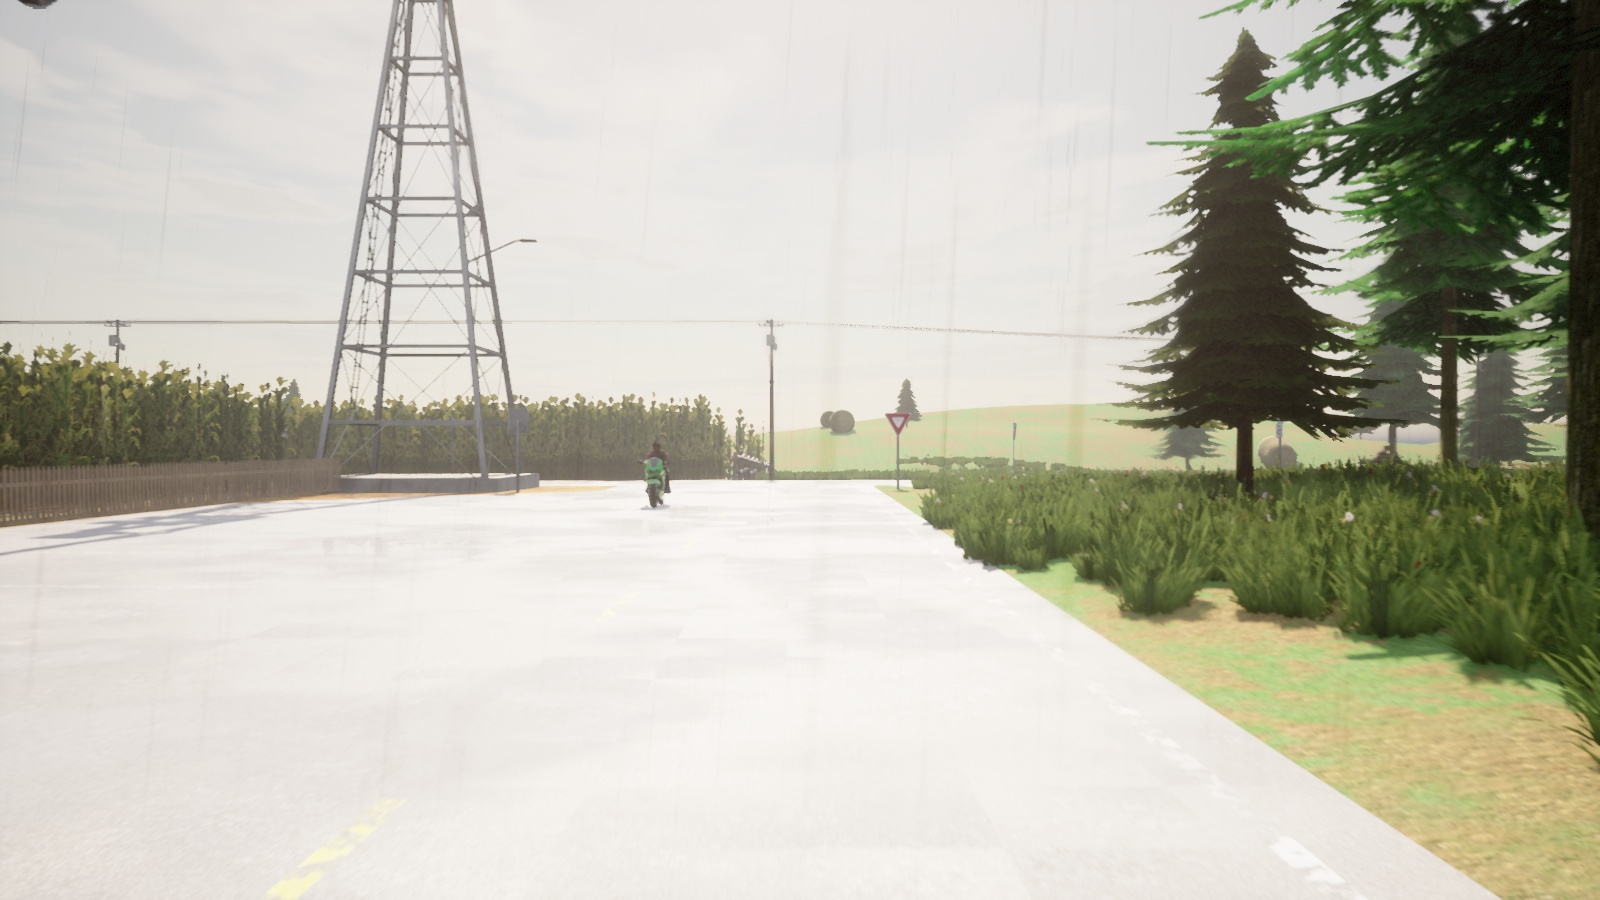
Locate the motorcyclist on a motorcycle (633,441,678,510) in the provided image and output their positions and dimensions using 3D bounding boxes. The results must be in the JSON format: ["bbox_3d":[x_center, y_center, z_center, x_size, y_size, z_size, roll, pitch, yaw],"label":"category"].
[{"bbox_3d":[-3.319,0.562,29.034,0.797,1.523,2.044,0,0,0],"label":"motorcyclist on a motorcycle"}]
